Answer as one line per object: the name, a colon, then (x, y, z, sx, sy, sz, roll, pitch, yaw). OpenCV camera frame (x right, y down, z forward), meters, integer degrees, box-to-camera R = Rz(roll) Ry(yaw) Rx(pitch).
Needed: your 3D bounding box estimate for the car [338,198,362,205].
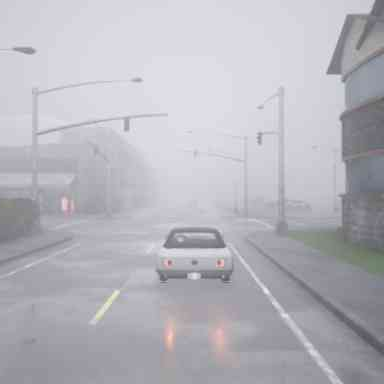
car: (39.963, 2.336, 84.118, 5.027, 1.636, 2.152, 0, -1, 0)

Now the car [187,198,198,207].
car: (0.089, 2.162, 68.769, 2.097, 1.767, 4.553, 0, -1, -1)

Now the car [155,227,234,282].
car: (0.081, 1.721, 10.080, 1.895, 1.301, 4.718, 0, -1, 1)

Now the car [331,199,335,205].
car: (32.292, 2.186, 72.271, 3.633, 1.501, 1.845, 0, -1, 0)

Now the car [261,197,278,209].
car: (14.159, 1.793, 52.959, 5.027, 1.636, 2.152, 0, -1, 0)

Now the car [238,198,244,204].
car: (13.876, 2.416, 87.238, 3.633, 1.501, 1.845, 0, -1, 0)

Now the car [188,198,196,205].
car: (-0.009, 2.307, 80.796, 2.097, 1.767, 4.553, 0, -1, 0)

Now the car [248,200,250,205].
car: (13.743, 1.921, 68.659, 4.605, 1.855, 1.932, 0, -1, 0)

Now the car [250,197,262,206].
car: (14.156, 1.867, 65.754, 3.866, 1.878, 1.905, 0, -1, 0)

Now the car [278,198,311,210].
car: (14.484, 1.796, 46.542, 3.806, 1.475, 1.970, 0, -1, 0)

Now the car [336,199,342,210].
car: (21.533, 1.819, 42.880, 4.514, 1.523, 2.007, 0, -1, 0)

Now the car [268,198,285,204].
car: (21.297, 2.391, 84.260, 3.806, 1.475, 1.970, 0, -1, 0)
